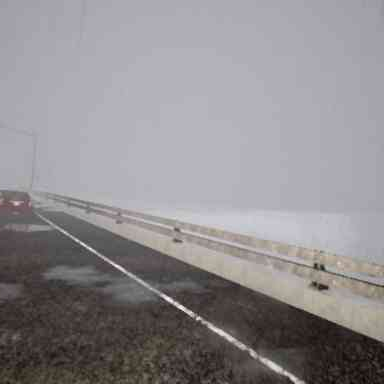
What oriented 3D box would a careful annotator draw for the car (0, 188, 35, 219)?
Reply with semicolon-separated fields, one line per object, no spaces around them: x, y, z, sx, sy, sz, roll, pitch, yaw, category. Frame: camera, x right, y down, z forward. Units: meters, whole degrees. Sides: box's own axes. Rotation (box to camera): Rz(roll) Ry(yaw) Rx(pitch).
-11.397;0.639;21.317;2.097;1.767;4.553;5;-1;-32;car
